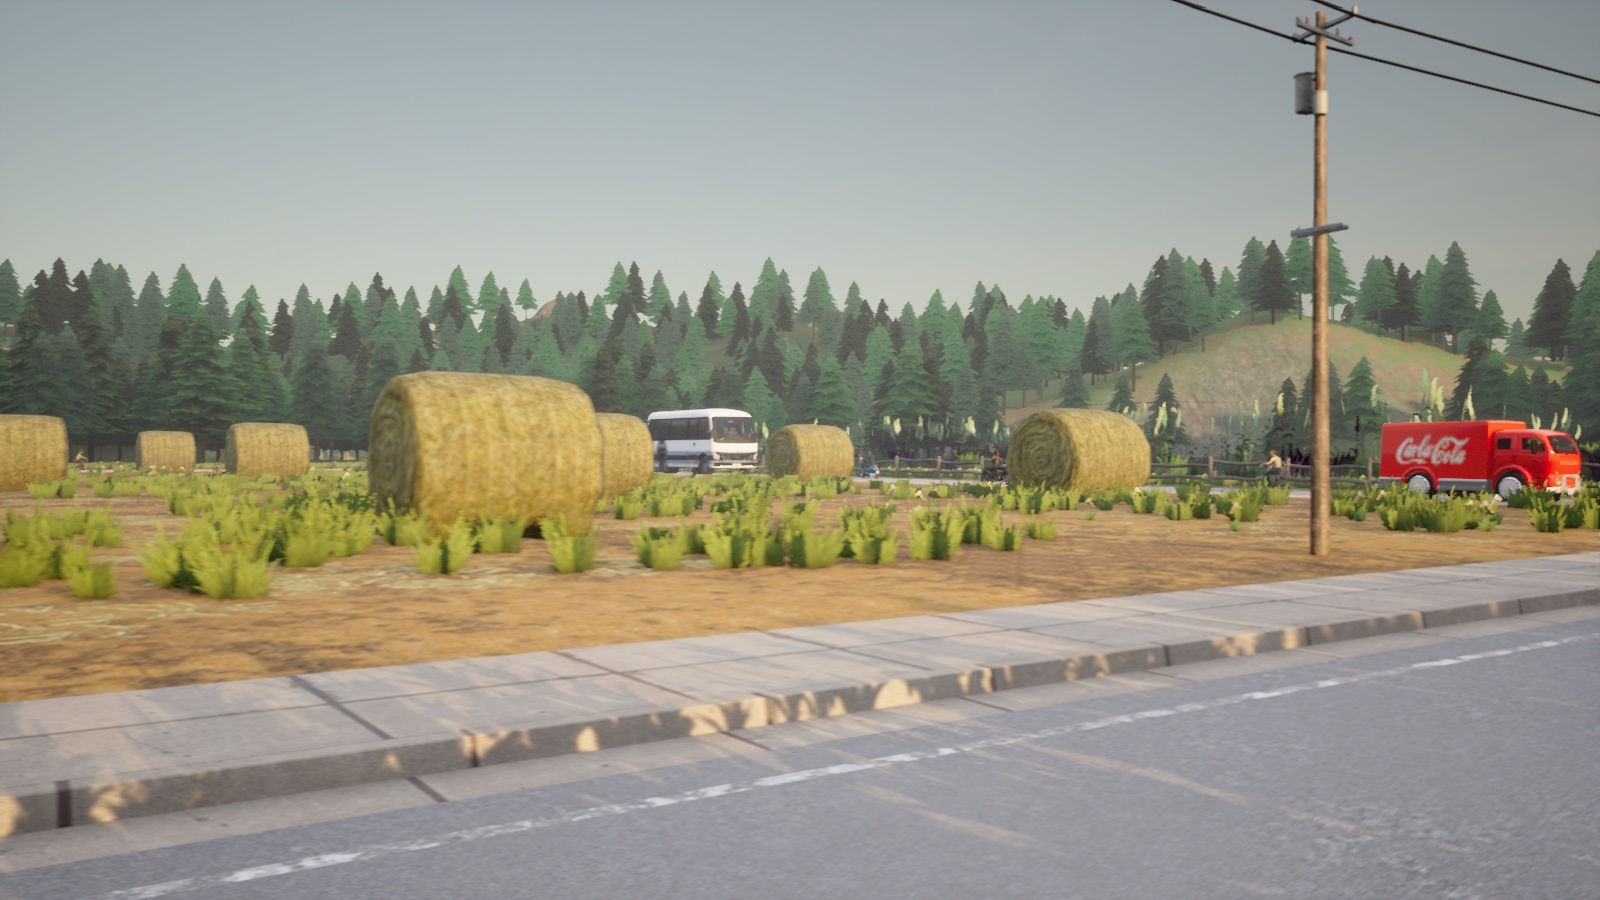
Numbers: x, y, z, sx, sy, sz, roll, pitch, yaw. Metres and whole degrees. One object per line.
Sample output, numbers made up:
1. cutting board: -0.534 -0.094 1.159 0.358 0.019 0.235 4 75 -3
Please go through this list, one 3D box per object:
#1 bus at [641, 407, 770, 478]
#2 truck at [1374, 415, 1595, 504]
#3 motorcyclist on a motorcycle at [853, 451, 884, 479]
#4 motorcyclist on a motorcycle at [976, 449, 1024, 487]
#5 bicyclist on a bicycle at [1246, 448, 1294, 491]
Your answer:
1. bus: -6.209 -0.456 80.660 3.944 4.253 10.273 0 0 -32
2. truck: 20.459 0.273 37.782 2.627 2.467 5.204 0 0 -32
3. motorcyclist on a motorcycle: 3.881 0.829 71.066 0.866 1.590 1.817 0 0 -32
4. motorcyclist on a motorcycle: 8.957 0.779 56.279 0.766 1.649 2.350 0 0 -32
5. bicyclist on a bicycle: 18.064 0.726 48.254 0.866 1.612 1.509 0 0 -32
